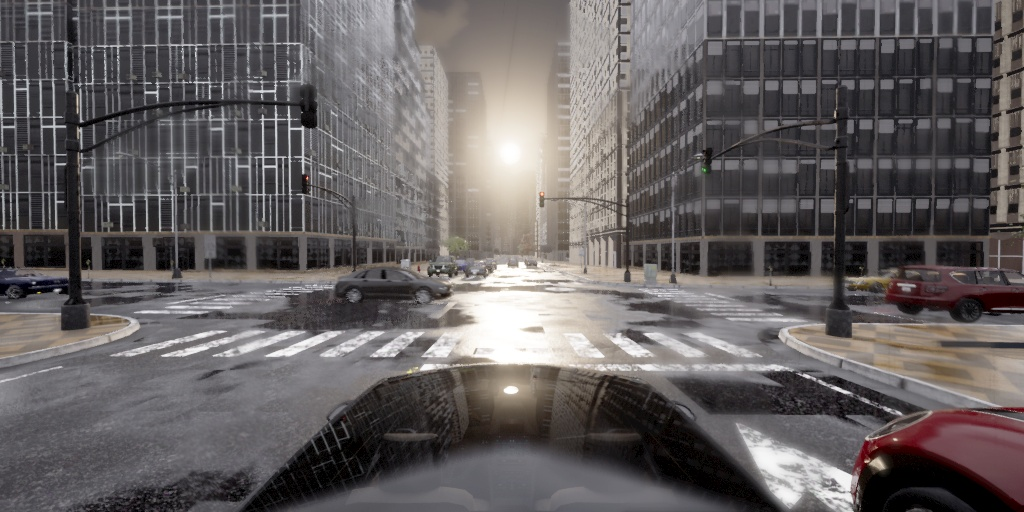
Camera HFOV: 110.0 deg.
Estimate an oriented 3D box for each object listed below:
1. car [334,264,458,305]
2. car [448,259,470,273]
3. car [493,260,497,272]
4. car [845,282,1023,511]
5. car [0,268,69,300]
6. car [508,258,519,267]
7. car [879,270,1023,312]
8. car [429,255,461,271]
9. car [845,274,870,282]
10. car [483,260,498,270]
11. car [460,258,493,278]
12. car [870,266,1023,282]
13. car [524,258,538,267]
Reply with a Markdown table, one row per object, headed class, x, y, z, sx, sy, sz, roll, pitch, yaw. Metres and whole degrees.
| class | x | y | z | sx | sy | sz | roll | pitch | yaw |
| --- | --- | --- | --- | --- | --- | --- | --- | --- | --- |
| car | -5.059 | 1.243 | 15.519 | 4.892 | 1.490 | 1.837 | 0 | 1 | 1 |
| car | -6.456 | 1.202 | 44.165 | 1.882 | 1.535 | 5.008 | 0 | 0 | 0 |
| car | -3.211 | 1.327 | 43.238 | 1.895 | 1.301 | 4.718 | 0 | 0 | 0 |
| car | 3.253 | 1.102 | 0.425 | 2.097 | 1.767 | 4.553 | 0 | 0 | 0 |
| car | -22.292 | 1.182 | 15.900 | 4.718 | 1.301 | 1.895 | 1 | 1 | 1 |
| car | 0.210 | 1.269 | 63.377 | 1.994 | 1.385 | 4.181 | 0 | 0 | 0 |
| car | 18.934 | 1.427 | 15.059 | 5.008 | 1.535 | 1.882 | 0 | 1 | 1 |
| car | -6.481 | 0.955 | 34.199 | 2.150 | 2.045 | 5.566 | 0 | 0 | 0 |
| car | 21.865 | 1.410 | 20.803 | 4.829 | 1.417 | 1.751 | 0 | 0 | 1 |
| car | -3.167 | 1.263 | 53.941 | 2.033 | 1.411 | 5.357 | 0 | 0 | 0 |
| car | -3.240 | 1.225 | 33.957 | 2.128 | 1.511 | 4.902 | 0 | 0 | 1 |
| car | 16.226 | 1.282 | 12.537 | 5.009 | 1.841 | 2.192 | 0 | 0 | 1 |
| car | 3.460 | 1.306 | 63.395 | 1.895 | 1.301 | 4.718 | 0 | 0 | 0 |
